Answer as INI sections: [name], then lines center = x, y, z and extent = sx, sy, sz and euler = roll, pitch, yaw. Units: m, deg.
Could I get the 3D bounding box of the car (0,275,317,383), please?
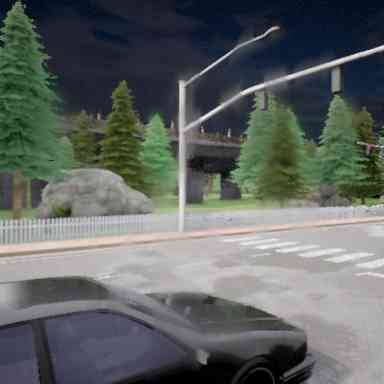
[car]
center = -1.272, 1.540, 2.903
extent = 5.357, 1.411, 2.033
euler = 0, 0, -34
